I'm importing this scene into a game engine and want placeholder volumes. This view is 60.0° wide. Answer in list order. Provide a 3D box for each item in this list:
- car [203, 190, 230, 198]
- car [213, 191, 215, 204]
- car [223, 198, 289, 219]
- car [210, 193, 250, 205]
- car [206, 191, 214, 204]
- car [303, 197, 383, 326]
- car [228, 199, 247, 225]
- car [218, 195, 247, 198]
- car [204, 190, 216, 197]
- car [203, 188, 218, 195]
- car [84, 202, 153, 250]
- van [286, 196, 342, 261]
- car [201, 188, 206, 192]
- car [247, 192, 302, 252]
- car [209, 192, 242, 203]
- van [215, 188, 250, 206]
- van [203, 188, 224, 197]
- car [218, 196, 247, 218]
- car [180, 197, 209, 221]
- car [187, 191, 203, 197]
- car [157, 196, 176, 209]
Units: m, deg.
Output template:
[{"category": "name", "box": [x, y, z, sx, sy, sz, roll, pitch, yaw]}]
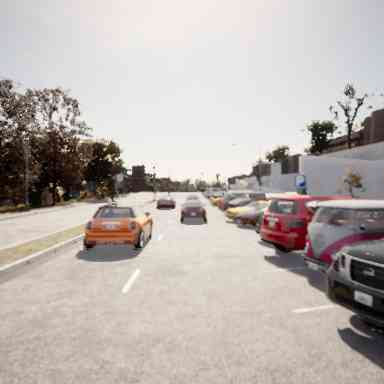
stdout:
[{"category": "car", "box": [5.270, 0.434, 71.415, 5.366, 1.575, 1.946, 1, 1, -20]}, {"category": "car", "box": [5.055, 0.974, 35.555, 4.553, 1.767, 2.185, 0, 1, -20]}, {"category": "car", "box": [5.106, 1.283, 26.627, 4.792, 1.488, 2.163, 0, 1, -20]}, {"category": "car", "box": [5.112, 0.944, 44.528, 4.792, 1.488, 2.163, 0, 1, -20]}, {"category": "car", "box": [4.911, 0.974, 41.466, 5.366, 1.575, 1.946, 0, 2, -20]}, {"category": "car", "box": [5.051, 1.200, 5.704, 5.566, 2.045, 2.435, 1, 1, -20]}, {"category": "car", "box": [5.050, 1.359, 20.631, 4.792, 1.488, 2.163, 1, 1, -20]}, {"category": "car", "box": [5.076, 1.245, 29.599, 4.674, 1.452, 2.002, 0, 1, -20]}, {"category": "car", "box": [4.914, 0.847, 47.431, 5.366, 1.575, 1.946, 0, 1, -20]}, {"category": "car", "box": [5.101, 0.627, 59.418, 4.892, 1.521, 2.231, 0, 1, -20]}, {"category": "car", "box": [-2.895, 1.255, 14.031, 2.097, 1.767, 4.553, 0, 0, 0]}, {"category": "van", "box": [4.968, 1.206, 8.658, 4.442, 1.987, 1.878, 1, 1, -20]}, {"category": "car", "box": [5.122, 0.323, 62.415, 5.566, 2.045, 2.435, 0, 1, -20]}, {"category": "car", "box": [5.104, 1.162, 11.701, 5.566, 2.045, 2.435, 1, 0, -20]}, {"category": "car", "box": [5.084, 0.831, 50.480, 4.674, 1.452, 2.002, 0, 1, -20]}, {"category": "van", "box": [4.977, 0.930, 32.526, 4.442, 1.987, 1.878, 0, 2, -20]}, {"category": "van", "box": [4.992, 0.123, 77.268, 4.442, 1.987, 1.878, 0, 1, -20]}, {"category": "car", "box": [4.907, 1.288, 23.557, 5.366, 1.575, 1.946, 1, 1, -20]}, {"category": "car", "box": [0.112, 1.313, 24.807, 1.812, 1.442, 4.674, 0, 0, 0]}, {"category": "car", "box": [0.116, 1.018, 41.178, 1.812, 1.442, 4.674, 0, 1, 0]}, {"category": "car", "box": [-2.886, 1.121, 38.023, 1.994, 1.385, 4.181, 0, 1, 0]}]
